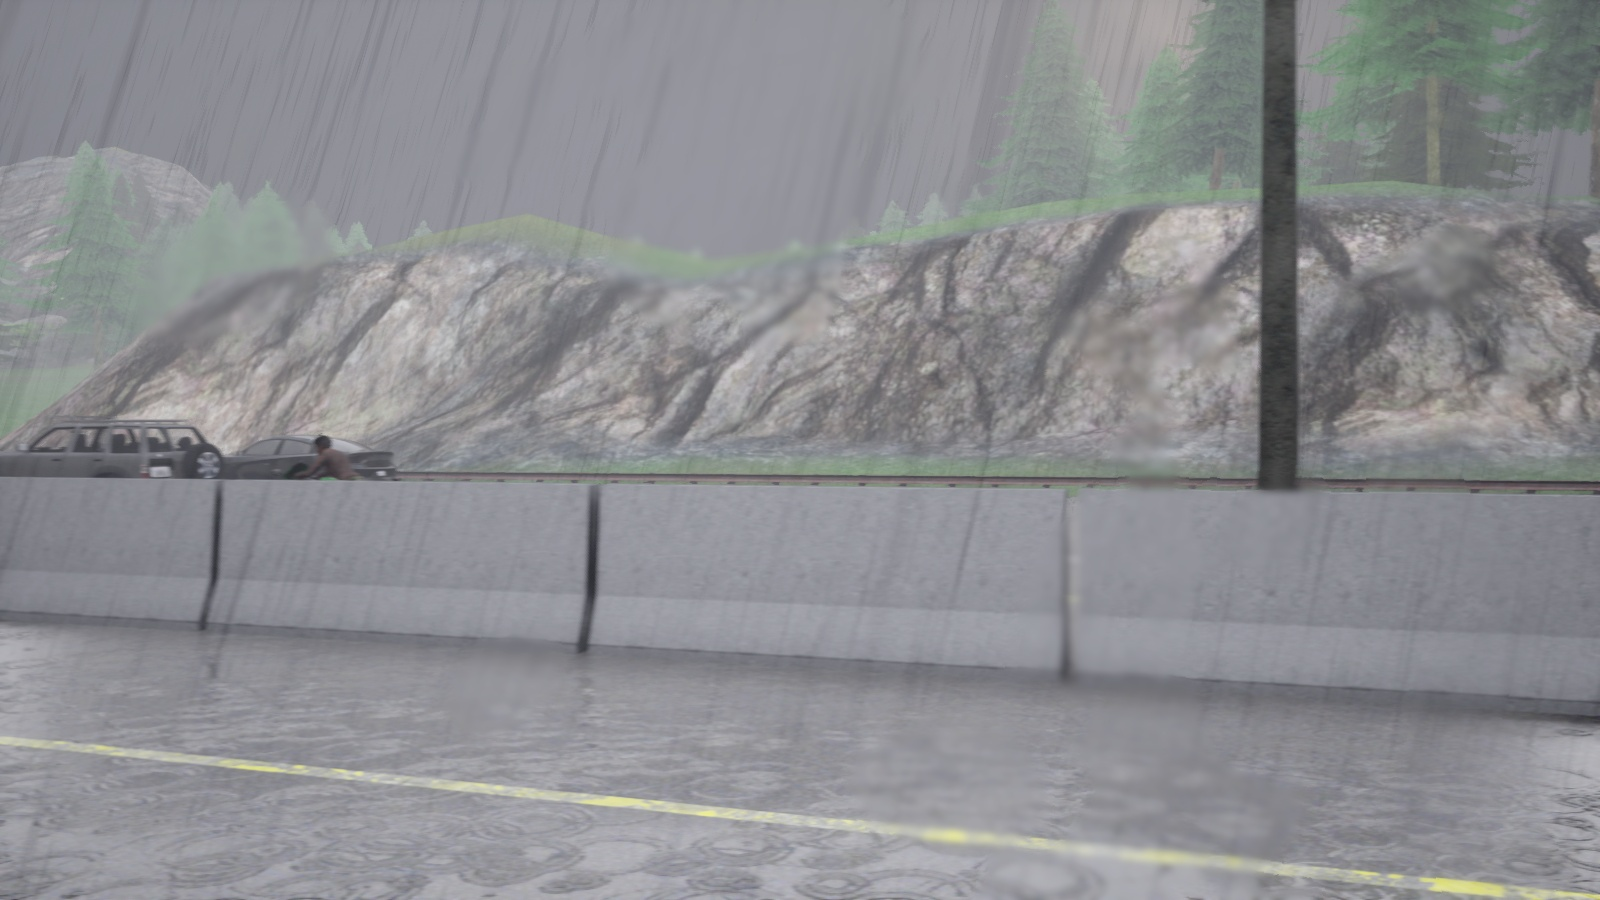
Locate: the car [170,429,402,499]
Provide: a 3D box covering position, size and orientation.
[{"bbox_3d":[-12.010,0.288,29.388,5.008,1.535,1.882,1,1,19],"label":"car"}]

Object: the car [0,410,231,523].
[{"bbox_3d":[-12.648,0.240,22.215,4.605,1.855,1.932,1,1,19],"label":"car"}]

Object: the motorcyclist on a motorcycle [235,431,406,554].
[{"bbox_3d":[-6.251,0.523,16.373,2.044,1.523,0.797,1,1,19],"label":"motorcyclist on a motorcycle"}]
